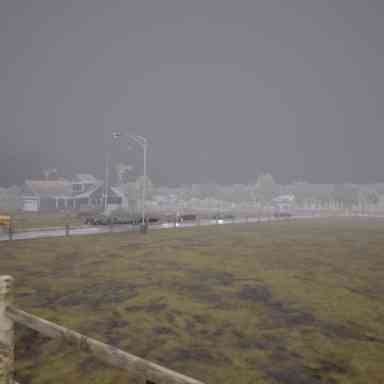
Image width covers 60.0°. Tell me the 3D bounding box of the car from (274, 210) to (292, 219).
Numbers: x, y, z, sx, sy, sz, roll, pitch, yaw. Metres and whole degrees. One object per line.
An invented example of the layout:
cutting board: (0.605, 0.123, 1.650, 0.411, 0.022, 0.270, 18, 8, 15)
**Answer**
car: (16.299, 3.914, 59.190, 1.882, 1.535, 5.008, 0, -3, 35)

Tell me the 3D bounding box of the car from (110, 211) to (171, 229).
car: (-4.484, 2.417, 29.824, 2.128, 1.511, 4.902, 0, -2, 35)

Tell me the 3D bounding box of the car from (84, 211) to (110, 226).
car: (-7.349, 2.445, 30.891, 2.033, 1.411, 5.357, 0, -2, 35)

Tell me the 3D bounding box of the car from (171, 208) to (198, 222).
car: (-1.171, 2.684, 39.605, 2.097, 1.767, 4.553, 0, -2, 36)

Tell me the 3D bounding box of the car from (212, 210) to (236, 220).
car: (4.664, 3.318, 47.801, 1.994, 1.385, 4.181, 0, -2, 35)

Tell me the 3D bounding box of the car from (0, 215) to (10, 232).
car: (-14.052, 1.901, 20.984, 1.882, 1.535, 5.008, 0, -2, 32)
